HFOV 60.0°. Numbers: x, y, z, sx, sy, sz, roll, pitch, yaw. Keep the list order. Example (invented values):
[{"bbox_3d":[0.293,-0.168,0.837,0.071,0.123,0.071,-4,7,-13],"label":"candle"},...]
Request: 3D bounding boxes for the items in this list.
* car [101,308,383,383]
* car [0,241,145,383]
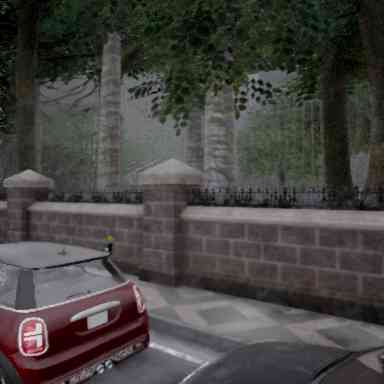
[{"bbox_3d":[1.811,1.550,1.672,4.403,1.369,2.008,0,0,35],"label":"car"},{"bbox_3d":[-2.632,1.453,4.840,4.097,1.590,1.967,0,0,35],"label":"car"}]
